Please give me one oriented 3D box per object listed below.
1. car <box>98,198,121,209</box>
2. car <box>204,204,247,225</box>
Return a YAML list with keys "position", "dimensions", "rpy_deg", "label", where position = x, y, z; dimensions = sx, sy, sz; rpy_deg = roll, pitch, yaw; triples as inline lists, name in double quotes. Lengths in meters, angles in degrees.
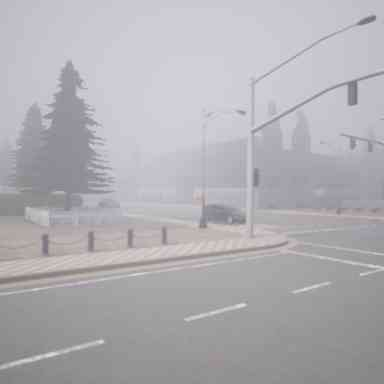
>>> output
- position: [-11.609, 1.678, 46.588]
  dimensions: [1.837, 1.490, 4.892]
  rpy_deg: [1, 0, -36]
  label: "car"
- position: [2.719, 1.743, 26.528]
  dimensions: [1.837, 1.490, 4.892]
  rpy_deg: [1, 2, -36]
  label: "car"
